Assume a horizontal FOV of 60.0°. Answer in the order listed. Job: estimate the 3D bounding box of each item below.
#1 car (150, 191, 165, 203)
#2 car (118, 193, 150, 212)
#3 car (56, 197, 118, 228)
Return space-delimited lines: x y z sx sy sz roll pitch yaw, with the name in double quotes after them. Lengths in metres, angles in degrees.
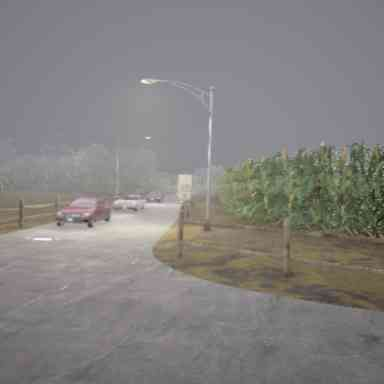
-4.617 0.606 42.474 1.837 1.490 4.892 2 1 3 "car"
-5.321 0.944 29.093 1.895 1.301 4.718 2 1 3 "car"
-5.846 1.045 18.597 1.812 1.442 4.674 2 1 3 "car"
